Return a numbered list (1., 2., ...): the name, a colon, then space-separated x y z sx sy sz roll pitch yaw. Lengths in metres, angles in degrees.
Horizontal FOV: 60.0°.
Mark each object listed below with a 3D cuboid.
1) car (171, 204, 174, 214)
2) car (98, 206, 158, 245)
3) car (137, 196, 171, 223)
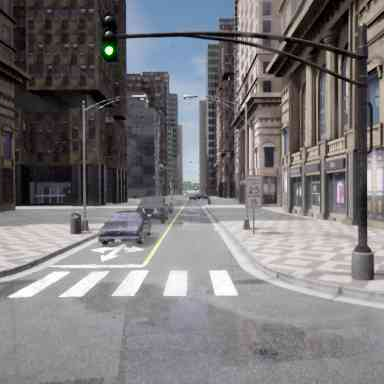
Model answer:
1. car: -3.079 1.683 37.058 1.812 1.442 4.674 0 0 0
2. car: -3.104 1.642 16.508 2.033 1.411 5.357 0 0 0
3. car: -3.099 1.347 26.727 2.150 2.045 5.566 0 0 -1
